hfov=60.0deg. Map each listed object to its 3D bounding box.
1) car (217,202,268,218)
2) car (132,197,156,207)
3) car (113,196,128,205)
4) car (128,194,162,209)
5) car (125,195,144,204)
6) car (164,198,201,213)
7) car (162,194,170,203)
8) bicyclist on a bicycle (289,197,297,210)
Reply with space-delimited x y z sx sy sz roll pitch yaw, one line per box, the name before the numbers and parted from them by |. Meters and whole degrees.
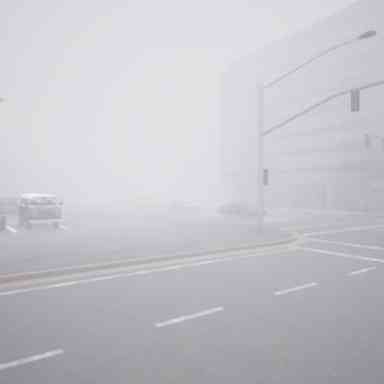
car | 4.556 1.618 31.040 2.033 1.411 5.357 0 0 -35
car | -7.998 1.552 55.158 1.882 1.535 5.008 0 0 -35
car | -13.390 1.567 62.752 2.128 1.511 4.902 0 0 -35
car | -6.696 1.424 46.947 2.097 1.767 4.553 0 0 -35
car | -11.447 1.429 66.082 2.097 1.767 4.553 0 0 -35
car | -0.998 1.672 38.882 1.895 1.301 4.718 0 0 -35
car | -5.935 1.298 58.305 2.150 2.045 5.566 0 0 -35
bicyclist on a bicycle | 12.004 1.379 39.526 1.656 1.620 0.582 0 0 -35
